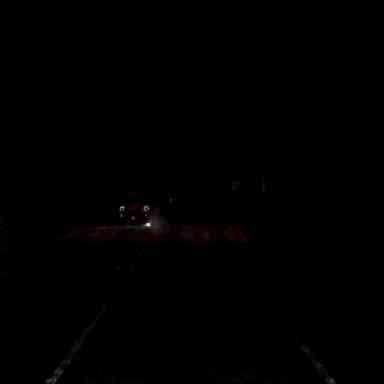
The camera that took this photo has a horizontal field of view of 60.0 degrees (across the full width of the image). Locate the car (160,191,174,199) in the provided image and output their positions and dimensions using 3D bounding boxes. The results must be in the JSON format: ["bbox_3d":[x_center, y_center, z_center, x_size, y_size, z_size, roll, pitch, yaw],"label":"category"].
[{"bbox_3d":[-4.466,0.530,64.056,2.128,1.511,4.902,0,0,0],"label":"car"}]

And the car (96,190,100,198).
[{"bbox_3d":[-24.886,0.320,76.624,5.566,2.045,2.435,0,-1,-1],"label":"car"}]

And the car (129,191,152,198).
[{"bbox_3d":[-11.783,0.559,76.655,5.008,1.535,2.097,0,-1,-1],"label":"car"}]

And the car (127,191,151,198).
[{"bbox_3d":[-11.728,0.532,73.884,4.892,1.521,2.231,0,-1,-1],"label":"car"}]

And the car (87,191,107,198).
[{"bbox_3d":[-25.043,0.612,87.697,4.553,1.767,2.185,0,-1,-1],"label":"car"}]

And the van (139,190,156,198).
[{"bbox_3d":[-12.165,0.541,90.529,4.442,1.987,1.878,0,-1,-1],"label":"van"}]

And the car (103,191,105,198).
[{"bbox_3d":[-24.960,0.652,82.156,4.892,1.521,2.231,0,-1,-1],"label":"car"}]

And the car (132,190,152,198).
[{"bbox_3d":[-11.862,0.470,79.432,4.553,1.767,2.185,0,-1,-1],"label":"car"}]

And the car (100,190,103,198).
[{"bbox_3d":[-24.727,0.606,79.393,5.366,1.575,1.946,0,-1,-1],"label":"car"}]

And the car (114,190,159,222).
[{"bbox_3d":[-3.711,1.008,23.010,2.097,1.767,4.553,0,1,-1],"label":"car"}]

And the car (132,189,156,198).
[{"bbox_3d":[-11.857,0.385,82.207,5.566,2.045,2.435,0,-1,-1],"label":"car"}]
